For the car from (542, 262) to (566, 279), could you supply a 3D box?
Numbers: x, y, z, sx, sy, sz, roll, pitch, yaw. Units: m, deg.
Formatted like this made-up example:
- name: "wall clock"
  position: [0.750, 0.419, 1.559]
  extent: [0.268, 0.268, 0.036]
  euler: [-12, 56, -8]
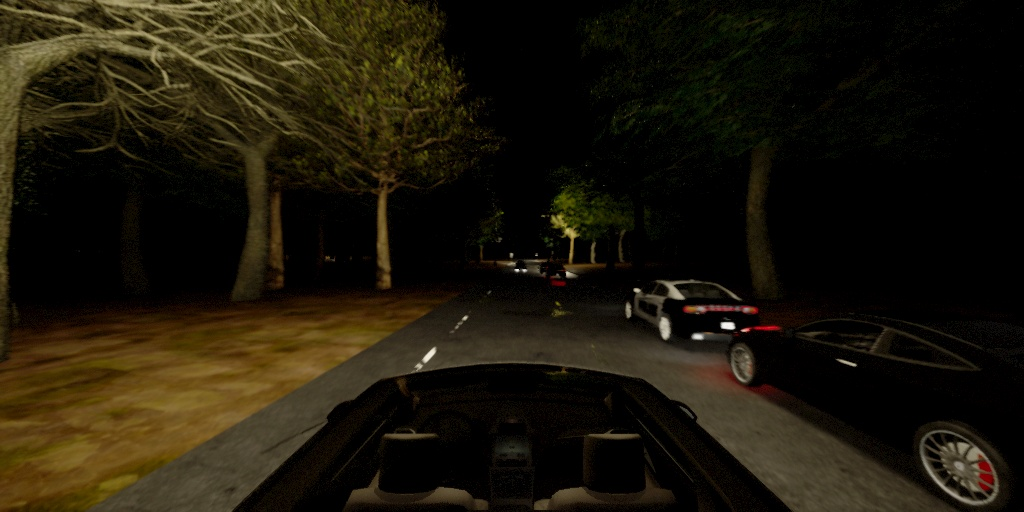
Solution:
- name: "car"
  position: [4.416, 1.540, 36.617]
  extent: [1.837, 1.490, 4.892]
  euler: [1, 0, 1]

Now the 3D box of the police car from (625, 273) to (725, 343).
- name: "police car"
  position: [4.702, 1.313, 10.295]
  extent: [1.930, 1.638, 5.238]
  euler: [1, 0, 2]

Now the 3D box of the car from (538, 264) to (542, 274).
- name: "car"
  position: [4.608, 1.576, 47.254]
  extent: [1.837, 1.490, 4.892]
  euler: [1, 0, 2]

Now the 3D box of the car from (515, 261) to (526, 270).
- name: "car"
  position: [1.504, 1.568, 61.329]
  extent: [2.033, 1.411, 5.357]
  euler: [1, 0, 2]

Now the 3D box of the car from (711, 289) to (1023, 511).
- name: "car"
  position: [4.550, 1.362, 4.203]
  extent: [1.812, 1.442, 4.674]
  euler: [1, -1, 1]
